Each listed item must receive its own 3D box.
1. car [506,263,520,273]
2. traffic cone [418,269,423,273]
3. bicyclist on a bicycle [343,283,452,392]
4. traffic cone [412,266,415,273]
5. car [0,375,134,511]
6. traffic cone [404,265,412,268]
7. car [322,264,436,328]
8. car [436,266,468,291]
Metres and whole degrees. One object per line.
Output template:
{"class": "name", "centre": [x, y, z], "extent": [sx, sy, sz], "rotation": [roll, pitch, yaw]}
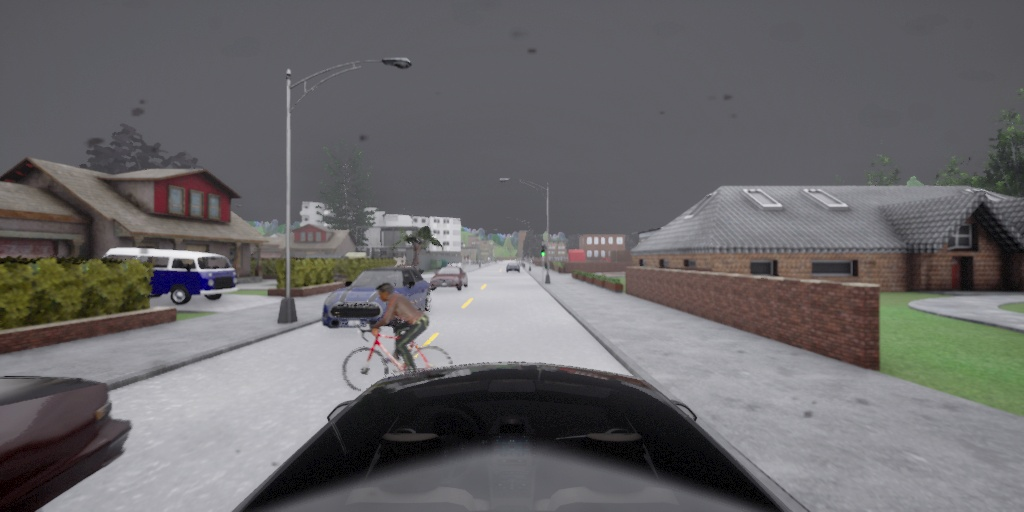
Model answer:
{"class": "car", "centre": [0.159, 1.662, 50.028], "extent": [1.895, 1.301, 4.718], "rotation": [0, 0, 0]}
{"class": "traffic cone", "centre": [-14.326, 1.928, 55.476], "extent": [0.344, 0.586, 0.344], "rotation": [0, 0, 0]}
{"class": "bicyclist on a bicycle", "centre": [-1.706, 1.225, 5.323], "extent": [1.656, 1.620, 0.582], "rotation": [-1, 0, 0]}
{"class": "traffic cone", "centre": [-15.326, 1.897, 54.438], "extent": [0.344, 0.586, 0.344], "rotation": [0, 0, 0]}
{"class": "car", "centre": [-4.098, 1.290, 0.541], "extent": [2.033, 1.411, 5.357], "rotation": [0, 0, 0]}
{"class": "traffic cone", "centre": [-15.688, 1.897, 53.868], "extent": [0.344, 0.586, 0.344], "rotation": [0, 0, 0]}
{"class": "car", "centre": [-4.073, 1.165, 11.530], "extent": [2.097, 1.767, 4.553], "rotation": [0, 0, 0]}
{"class": "car", "centre": [-3.972, 1.415, 23.324], "extent": [1.812, 1.442, 4.674], "rotation": [0, 0, 0]}
